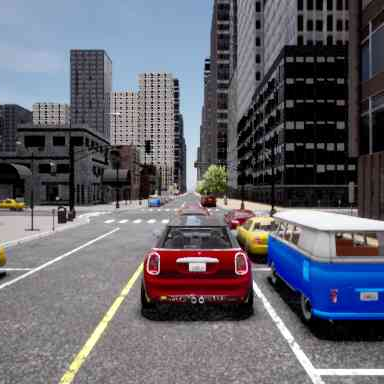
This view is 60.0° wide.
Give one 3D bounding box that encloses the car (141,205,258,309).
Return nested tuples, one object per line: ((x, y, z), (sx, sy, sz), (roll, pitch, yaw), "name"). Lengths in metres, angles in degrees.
((0.094, 1.352, 8.027), (2.097, 1.767, 4.553), (0, 0, 0), "car")

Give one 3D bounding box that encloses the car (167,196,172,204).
((-5.734, 1.527, 67.166), (1.967, 1.590, 4.097), (0, 0, 0), "car")

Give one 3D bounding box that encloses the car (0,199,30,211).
((-21.432, 1.468, 38.415), (4.829, 1.417, 1.752), (0, 0, 0), "car")

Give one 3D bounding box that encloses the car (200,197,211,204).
((2.647, 1.653, 67.173), (1.947, 1.339, 4.313), (0, 0, 0), "car")

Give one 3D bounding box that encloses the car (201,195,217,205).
((2.655, 1.367, 50.601), (2.192, 1.841, 5.009), (0, 0, 0), "car")

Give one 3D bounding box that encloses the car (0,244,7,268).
((-5.697, 1.525, 6.711), (1.752, 1.417, 4.829), (0, 0, 0), "car")

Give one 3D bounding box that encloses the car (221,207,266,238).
((2.676, 1.586, 18.213), (1.802, 1.307, 4.206), (0, 0, 0), "car")

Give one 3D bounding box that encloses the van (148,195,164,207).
((-5.724, 1.393, 50.594), (1.690, 1.788, 3.998), (0, 0, 0), "van")

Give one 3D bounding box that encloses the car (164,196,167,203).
((-5.727, 1.503, 56.117), (1.967, 1.590, 4.097), (0, 0, 0), "car")

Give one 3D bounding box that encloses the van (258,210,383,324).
((2.683, 1.341, 6.886), (1.690, 1.788, 3.998), (0, 0, 0), "van")

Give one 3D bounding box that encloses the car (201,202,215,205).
((0.089, 1.481, 17.233), (1.882, 1.535, 5.008), (0, 0, 0), "car")

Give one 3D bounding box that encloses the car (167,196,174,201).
((-5.747, 1.671, 89.091), (1.752, 1.417, 4.829), (0, 0, 0), "car")

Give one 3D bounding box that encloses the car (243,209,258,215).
((2.679, 1.527, 12.720), (1.752, 1.417, 4.829), (0, 0, 0), "car")

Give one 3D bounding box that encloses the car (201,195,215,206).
((2.652, 1.378, 56.125), (2.192, 1.841, 5.009), (0, 0, 0), "car")
